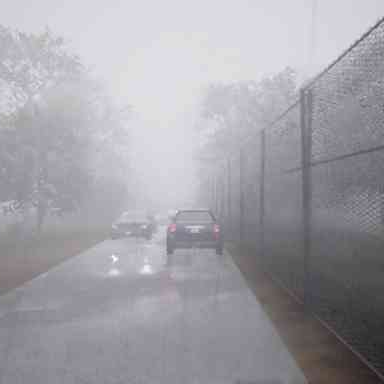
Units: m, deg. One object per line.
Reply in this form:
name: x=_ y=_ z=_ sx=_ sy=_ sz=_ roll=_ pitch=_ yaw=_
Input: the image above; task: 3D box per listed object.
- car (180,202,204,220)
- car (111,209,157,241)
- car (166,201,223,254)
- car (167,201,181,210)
car: x=0.016 y=1.757 z=31.871 sx=2.128 sy=1.511 sz=4.902 roll=0 pitch=-1 yaw=0
car: x=-2.879 y=1.606 z=17.275 sx=1.812 sy=1.442 sz=4.674 roll=0 pitch=-1 yaw=0
car: x=0.092 y=1.405 z=13.936 sx=2.097 sy=1.767 sz=4.553 roll=0 pitch=0 yaw=0
car: x=-3.060 y=2.343 z=57.593 sx=2.128 sy=1.511 sz=4.902 roll=0 pitch=-2 yaw=0
